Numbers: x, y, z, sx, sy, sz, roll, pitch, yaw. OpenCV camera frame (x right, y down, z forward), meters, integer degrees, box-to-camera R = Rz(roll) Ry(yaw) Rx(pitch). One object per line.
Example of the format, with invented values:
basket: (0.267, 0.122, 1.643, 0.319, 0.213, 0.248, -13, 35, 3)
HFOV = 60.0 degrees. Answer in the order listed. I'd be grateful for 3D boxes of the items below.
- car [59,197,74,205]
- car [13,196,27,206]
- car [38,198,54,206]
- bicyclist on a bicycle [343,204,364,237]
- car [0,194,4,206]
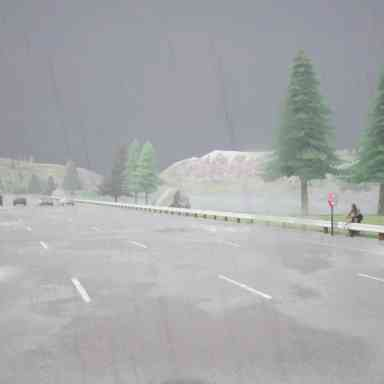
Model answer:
car: (-21.620, 1.526, 57.325, 1.812, 1.442, 4.674, 0, 0, -30)
car: (-29.313, 1.492, 56.578, 2.128, 1.511, 4.902, 0, 0, -31)
car: (-23.995, 1.601, 54.471, 1.895, 1.301, 4.718, 0, 0, -31)
bicyclist on a bicycle: (8.118, 1.436, 16.594, 1.656, 1.620, 0.582, 6, -3, -30)
car: (-31.963, 1.221, 54.187, 2.150, 2.045, 5.566, 0, 0, -31)
